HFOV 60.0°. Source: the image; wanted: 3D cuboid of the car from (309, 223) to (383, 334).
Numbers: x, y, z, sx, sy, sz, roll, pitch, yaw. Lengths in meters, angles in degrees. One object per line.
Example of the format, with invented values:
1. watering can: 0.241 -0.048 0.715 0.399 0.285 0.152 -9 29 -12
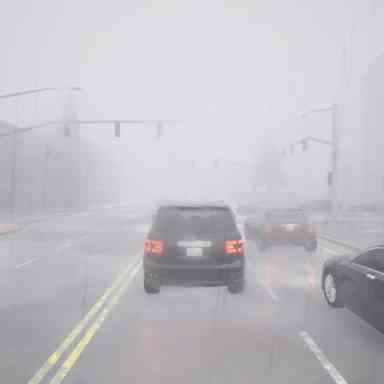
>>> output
1. car: 3.607 1.504 5.042 1.837 1.490 4.892 0 0 0

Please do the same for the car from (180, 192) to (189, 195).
1. car: -1.783 1.483 80.180 1.837 1.490 4.892 0 0 -1

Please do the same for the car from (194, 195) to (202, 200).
1. car: 1.475 1.538 90.326 1.994 1.385 4.181 0 0 -1

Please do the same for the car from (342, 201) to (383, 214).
1. car: 18.490 1.595 34.129 4.718 1.301 1.895 0 0 -2

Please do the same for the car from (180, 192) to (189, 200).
1. car: -2.028 1.125 90.409 2.150 2.045 5.566 0 0 -1

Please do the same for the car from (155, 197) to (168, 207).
1. car: -4.696 1.517 51.903 1.812 1.442 4.674 0 0 -1

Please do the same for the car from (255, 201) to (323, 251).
1. car: 3.537 1.350 14.123 2.097 1.767 4.553 0 0 0

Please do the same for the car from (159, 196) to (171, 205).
1. car: -4.895 1.468 61.293 1.882 1.535 5.008 0 0 -1

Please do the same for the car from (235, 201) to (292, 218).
1. car: 6.381 1.521 30.023 4.674 1.442 1.812 0 0 -3

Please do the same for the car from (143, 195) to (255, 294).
1. car: 0.055 1.220 8.945 2.150 2.045 5.566 0 0 0

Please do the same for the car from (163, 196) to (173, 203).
1. car: -5.068 1.541 71.174 1.994 1.385 4.181 0 0 -1

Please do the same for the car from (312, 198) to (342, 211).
1. car: 14.441 1.499 37.522 4.892 1.490 1.837 0 0 -2
